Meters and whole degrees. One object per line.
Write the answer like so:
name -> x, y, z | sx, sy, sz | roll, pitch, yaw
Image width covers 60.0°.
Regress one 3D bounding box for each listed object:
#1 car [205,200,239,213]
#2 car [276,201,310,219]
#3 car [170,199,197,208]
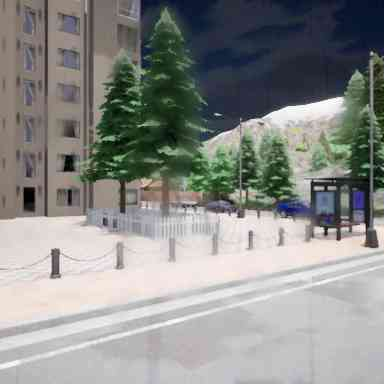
car -> 3.262, 1.621, 37.001 | 1.994, 1.385, 4.181 | 0, 0, -35
car -> 9.465, 1.535, 28.102 | 1.882, 1.535, 5.008 | 0, 0, -35
car -> -1.385, 1.664, 49.914 | 1.895, 1.301, 4.718 | 0, 0, -35
